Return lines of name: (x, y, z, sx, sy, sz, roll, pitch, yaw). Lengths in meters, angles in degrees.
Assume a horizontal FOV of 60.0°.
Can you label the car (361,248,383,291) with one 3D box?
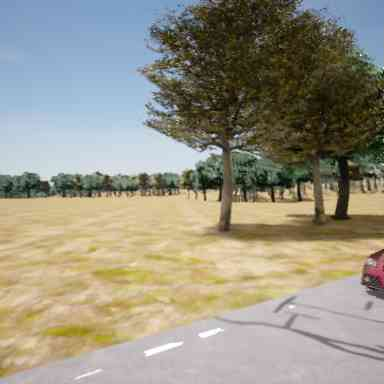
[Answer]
car: (5.809, 1.604, 7.905, 4.181, 1.385, 1.994, 1, 0, -38)
